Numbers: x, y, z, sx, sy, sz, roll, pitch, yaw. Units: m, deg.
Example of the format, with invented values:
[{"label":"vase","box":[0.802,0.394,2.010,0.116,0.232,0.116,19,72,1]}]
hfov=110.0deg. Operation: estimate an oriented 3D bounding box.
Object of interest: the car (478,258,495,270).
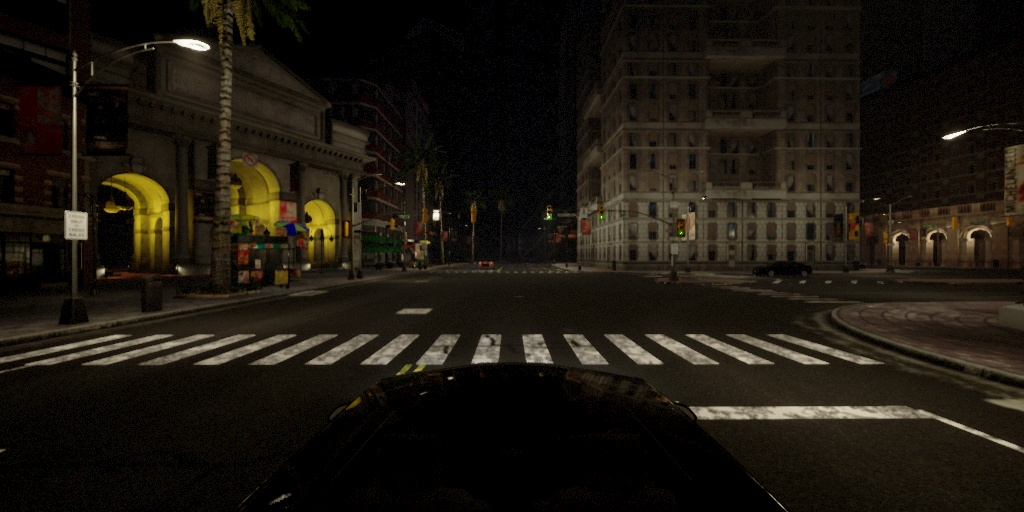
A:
[{"label":"car","box":[-3.601,1.032,50.705,2.097,1.767,4.553,0,0,0]}]

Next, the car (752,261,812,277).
[{"label":"car","box":[25.733,1.213,34.273,5.008,1.535,1.882,0,0,0]}]
